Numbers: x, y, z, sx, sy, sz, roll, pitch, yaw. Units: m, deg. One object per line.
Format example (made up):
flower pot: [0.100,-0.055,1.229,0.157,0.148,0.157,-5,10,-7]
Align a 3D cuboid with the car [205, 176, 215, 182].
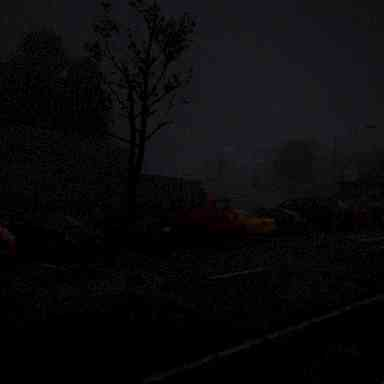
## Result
car: [6.739,-3.349,87.047,2.435,2.045,5.566,7,3,34]

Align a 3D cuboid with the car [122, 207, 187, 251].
car: [-2.914,1.562,14.474,4.792,1.488,2.163,-1,-1,35]

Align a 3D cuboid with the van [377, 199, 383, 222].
van: [11.933,1.447,24.812,4.442,1.987,1.878,-1,-1,35]

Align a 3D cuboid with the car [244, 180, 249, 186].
car: [13.692,-1.968,77.275,2.002,1.452,4.674,7,3,35]

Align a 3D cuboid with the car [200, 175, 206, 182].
car: [4.945,-3.501,89.513,2.185,1.767,4.553,6,2,34]

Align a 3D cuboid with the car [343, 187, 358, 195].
car: [27.538,-0.079,57.540,2.435,2.045,5.566,7,3,35]

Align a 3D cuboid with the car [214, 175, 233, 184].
car: [8.589,-2.825,84.786,1.946,1.575,5.366,7,3,34]

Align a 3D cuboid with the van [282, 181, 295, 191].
van: [20.569,-1.143,67.289,1.878,1.987,4.442,7,3,35]

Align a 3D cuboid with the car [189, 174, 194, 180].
car: [1.444,-4.013,94.331,2.435,2.045,5.566,1,-2,34]

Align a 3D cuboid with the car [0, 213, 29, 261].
car: [-7.799,1.366,11.000,4.553,1.767,2.185,-1,-1,34]

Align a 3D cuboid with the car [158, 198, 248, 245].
car: [-0.469,1.305,16.221,5.566,2.045,2.435,-1,-1,34]

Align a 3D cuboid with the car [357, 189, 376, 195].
car: [29.227,0.483,55.066,2.002,1.452,4.674,7,3,35]

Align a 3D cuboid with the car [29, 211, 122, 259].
car: [-5.333,1.513,12.727,4.892,1.521,2.231,-1,-1,34]

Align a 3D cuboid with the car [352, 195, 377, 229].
car: [9.395,1.399,23.142,5.566,2.045,2.435,-1,-1,35]

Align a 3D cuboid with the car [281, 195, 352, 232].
car: [6.883,1.375,21.436,5.566,2.045,2.435,-1,-1,35]

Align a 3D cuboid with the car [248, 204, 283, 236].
car: [1.849,1.578,18.048,5.366,1.575,1.946,-1,-1,35]

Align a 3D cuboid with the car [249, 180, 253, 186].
car: [15.434,-1.694,74.812,2.002,1.452,4.674,7,3,35]

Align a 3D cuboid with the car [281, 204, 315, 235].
car: [4.455,1.643,19.677,4.674,1.452,2.002,-1,-1,35]

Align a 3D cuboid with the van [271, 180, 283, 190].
van: [18.841,-1.416,69.761,1.878,1.987,4.442,7,3,35]

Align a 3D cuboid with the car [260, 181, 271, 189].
car: [17.265,-1.462,72.491,1.946,1.575,5.366,7,3,35]

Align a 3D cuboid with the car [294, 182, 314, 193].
car: [22.327,-0.644,64.926,2.231,1.521,4.892,7,3,35]

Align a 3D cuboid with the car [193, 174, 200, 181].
car: [3.215,-3.736,91.983,2.185,1.767,4.553,4,1,33]
